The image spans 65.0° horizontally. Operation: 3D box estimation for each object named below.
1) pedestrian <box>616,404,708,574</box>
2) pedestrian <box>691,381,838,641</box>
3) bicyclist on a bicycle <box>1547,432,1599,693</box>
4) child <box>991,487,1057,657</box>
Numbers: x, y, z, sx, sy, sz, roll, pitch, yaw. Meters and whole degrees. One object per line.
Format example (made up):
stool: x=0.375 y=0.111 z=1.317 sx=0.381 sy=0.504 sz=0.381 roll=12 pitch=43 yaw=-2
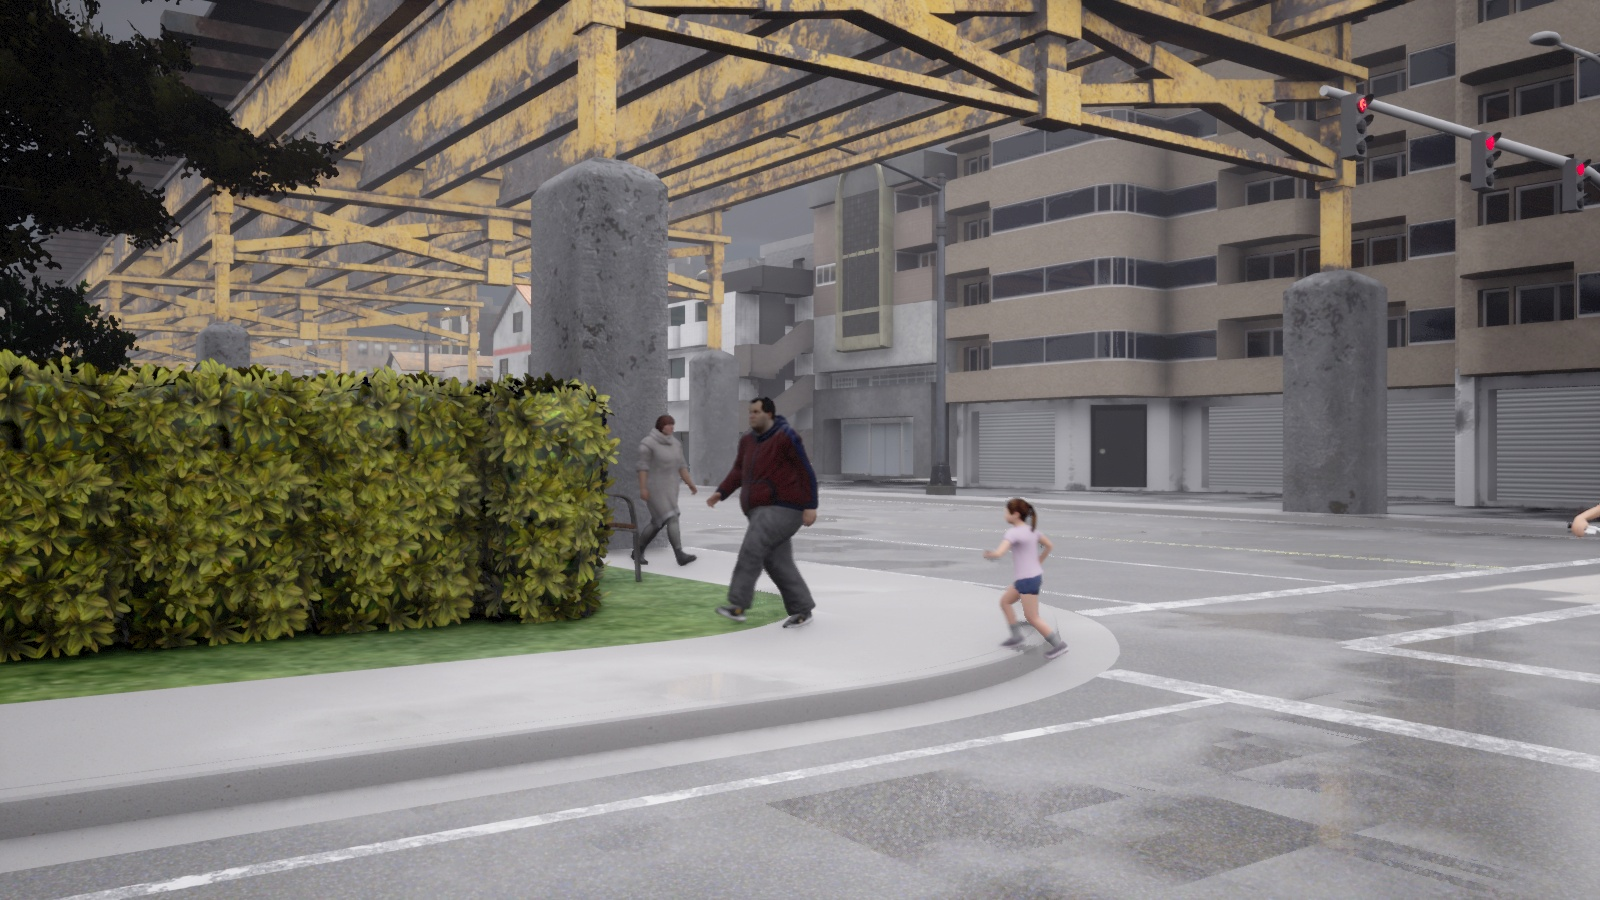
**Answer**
pedestrian: x=-1.639 y=0.447 z=14.911 sx=0.873 sy=1.952 sz=0.659 roll=0 pitch=0 yaw=35
pedestrian: x=-0.268 y=0.433 z=9.423 sx=0.899 sy=1.844 sz=0.634 roll=0 pitch=0 yaw=-36
bicyclist on a bicycle: x=5.566 y=0.690 z=8.233 sx=0.866 sy=1.612 sz=1.509 roll=-1 pitch=0 yaw=42
child: x=1.506 y=0.807 z=8.439 sx=0.394 sy=1.110 sz=0.255 roll=0 pitch=0 yaw=22
